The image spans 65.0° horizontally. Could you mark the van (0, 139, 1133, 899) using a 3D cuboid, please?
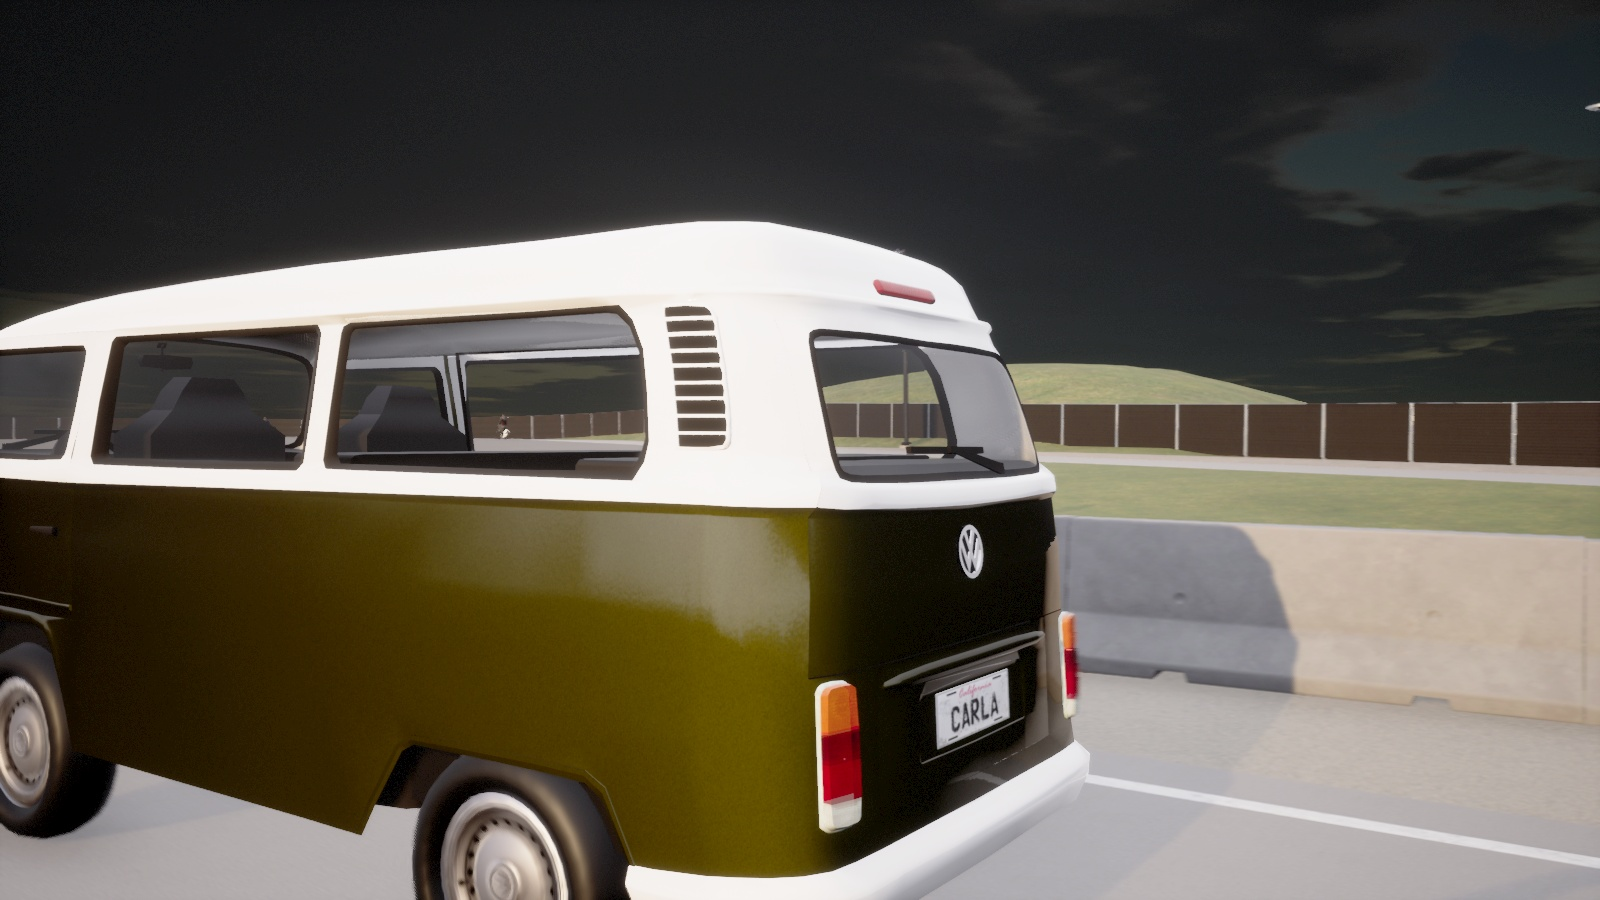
[{"bbox_3d":[-1.346,0.407,4.513,4.480,2.038,2.069,0,1,34],"label":"van"}]
